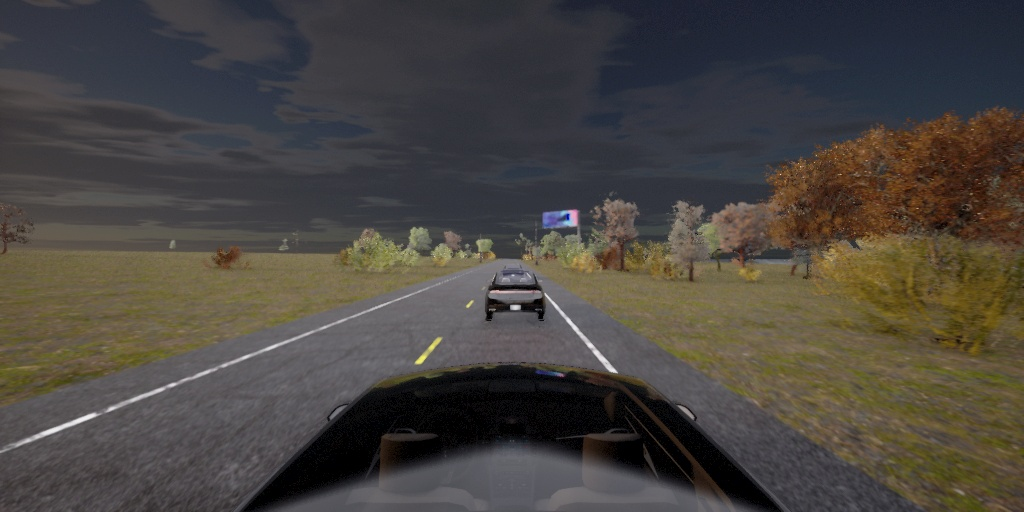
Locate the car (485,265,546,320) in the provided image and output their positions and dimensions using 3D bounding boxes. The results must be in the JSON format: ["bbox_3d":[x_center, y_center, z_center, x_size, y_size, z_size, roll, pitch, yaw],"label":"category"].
[{"bbox_3d":[0.100,1.245,12.569,2.128,1.511,4.902,0,0,0],"label":"car"}]
